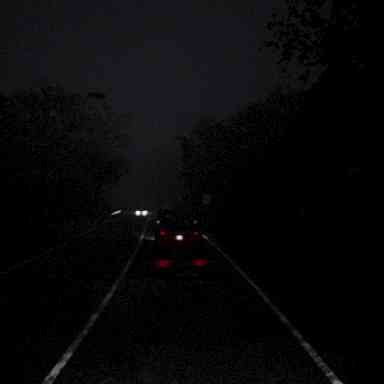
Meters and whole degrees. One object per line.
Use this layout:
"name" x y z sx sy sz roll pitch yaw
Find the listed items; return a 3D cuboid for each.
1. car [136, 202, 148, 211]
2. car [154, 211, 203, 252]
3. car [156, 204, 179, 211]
"car" -8.542 2.519 56.628 2.128 1.511 4.902 1 -3 -6
"car" -0.661 1.774 14.953 1.994 1.385 4.181 1 -1 -5
"car" -2.251 1.886 30.632 1.882 1.535 5.008 1 0 -6
